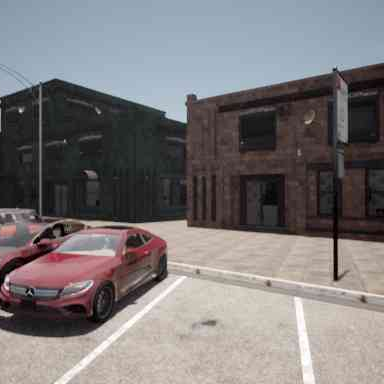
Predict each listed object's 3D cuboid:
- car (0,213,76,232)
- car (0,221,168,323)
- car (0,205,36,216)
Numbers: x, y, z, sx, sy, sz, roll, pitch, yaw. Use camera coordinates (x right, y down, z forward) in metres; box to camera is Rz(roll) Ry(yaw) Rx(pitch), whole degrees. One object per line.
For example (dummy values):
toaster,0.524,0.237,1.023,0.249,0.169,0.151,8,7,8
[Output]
car,-4.398,1.514,9.156,2.163,1.488,4.792,1,-1,15
car,-1.940,1.525,7.450,2.002,1.452,4.674,1,-1,15
car,-6.826,1.361,10.953,2.185,1.767,4.553,1,-1,15
